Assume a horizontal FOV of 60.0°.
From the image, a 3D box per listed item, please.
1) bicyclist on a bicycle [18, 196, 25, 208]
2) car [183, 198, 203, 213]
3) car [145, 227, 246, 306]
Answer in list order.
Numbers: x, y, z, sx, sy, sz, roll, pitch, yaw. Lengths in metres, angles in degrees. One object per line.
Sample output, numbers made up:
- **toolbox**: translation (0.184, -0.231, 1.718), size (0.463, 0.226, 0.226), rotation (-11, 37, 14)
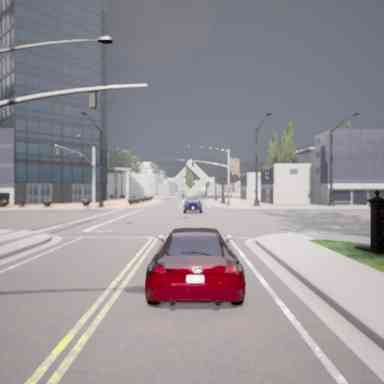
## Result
- **bicyclist on a bicycle**: translation (-21.986, 1.288, 42.893), size (0.582, 1.620, 1.656), rotation (-1, 1, 0)
- **car**: translation (0.099, 1.394, 35.167), size (1.812, 1.442, 4.674), rotation (0, 0, 0)
- **car**: translation (0.073, 1.530, 8.006), size (1.994, 1.385, 4.181), rotation (0, 0, 0)
